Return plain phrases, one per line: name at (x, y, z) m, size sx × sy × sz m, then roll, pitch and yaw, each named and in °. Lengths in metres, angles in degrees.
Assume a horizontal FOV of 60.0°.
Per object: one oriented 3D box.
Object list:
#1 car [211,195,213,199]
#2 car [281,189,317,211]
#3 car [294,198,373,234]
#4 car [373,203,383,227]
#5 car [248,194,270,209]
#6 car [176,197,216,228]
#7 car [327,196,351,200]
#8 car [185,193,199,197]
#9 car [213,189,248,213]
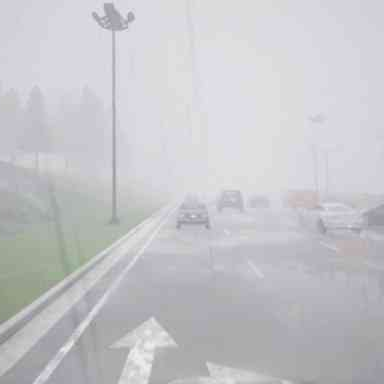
car at (3.430, 0.875, 43.485) m, size 1.812 × 1.442 × 4.674 m, roll 0°, pitch 1°, yaw 0°
car at (10.447, 0.730, 32.588) m, size 2.150 × 2.045 × 5.566 m, roll 0°, pitch 1°, yaw 0°
car at (7.064, 1.261, 17.243) m, size 1.812 × 1.442 × 4.674 m, roll 0°, pitch 1°, yaw 0°
car at (10.566, 1.238, 17.004) m, size 1.837 × 1.490 × 4.892 m, roll 0°, pitch 0°, yaw 0°
car at (6.971, 0.944, 35.416) m, size 1.882 × 1.535 × 5.008 m, roll 0°, pitch 1°, yaw 0°
car at (0.059, 1.257, 19.466) m, size 2.033 × 1.411 × 5.357 m, roll 0°, pitch 1°, yaw 0°
car at (13.943, 1.057, 32.043) m, size 2.033 × 1.411 × 5.357 m, roll 0°, pitch 1°, yaw 0°
car at (0.000, 0.855, 46.584) m, size 2.033 × 1.411 × 5.357 m, roll 0°, pitch 1°, yaw 0°
car at (3.436, 0.760, 30.735) m, size 2.150 × 2.045 × 5.566 m, roll 0°, pitch 1°, yaw 0°
